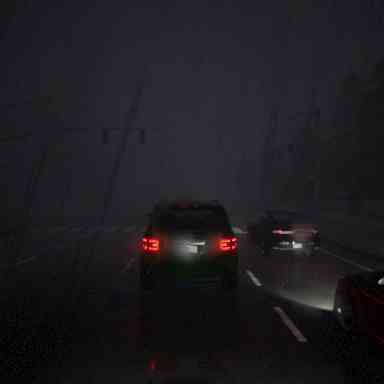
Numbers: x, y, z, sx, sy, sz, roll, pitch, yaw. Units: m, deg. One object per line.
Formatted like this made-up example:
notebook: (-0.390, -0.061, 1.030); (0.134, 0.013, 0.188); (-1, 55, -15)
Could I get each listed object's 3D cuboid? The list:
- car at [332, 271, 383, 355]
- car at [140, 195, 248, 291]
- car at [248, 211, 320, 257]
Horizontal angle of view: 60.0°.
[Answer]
car: (3.425, 1.564, 4.043); (1.994, 1.385, 4.181); (0, 0, -1)
car: (-0.098, 1.221, 9.194); (2.150, 2.045, 5.566); (0, 0, -1)
car: (3.336, 1.492, 12.951); (2.128, 1.511, 4.902); (0, 0, 0)
